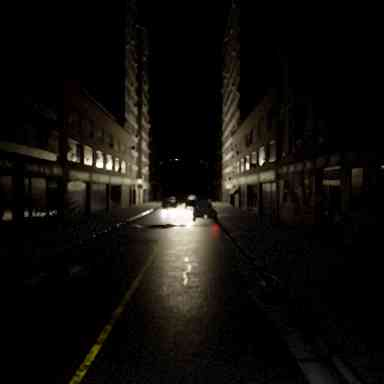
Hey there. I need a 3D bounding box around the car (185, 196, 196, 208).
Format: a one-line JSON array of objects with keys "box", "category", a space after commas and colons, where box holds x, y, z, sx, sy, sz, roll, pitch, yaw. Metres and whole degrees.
[{"box": [0.020, 1.496, 46.947, 1.994, 1.385, 4.181, 0, 0, 0], "category": "car"}]

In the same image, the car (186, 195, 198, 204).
[{"box": [-0.006, 1.419, 61.657, 2.128, 1.511, 4.902, 0, 0, 0], "category": "car"}]

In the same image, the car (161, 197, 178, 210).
[{"box": [-2.843, 1.428, 42.483, 2.128, 1.511, 4.902, 0, 0, 0], "category": "car"}]

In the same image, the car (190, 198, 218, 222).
[{"box": [0.960, 1.481, 25.821, 1.812, 1.442, 4.674, 0, 0, 0], "category": "car"}]
